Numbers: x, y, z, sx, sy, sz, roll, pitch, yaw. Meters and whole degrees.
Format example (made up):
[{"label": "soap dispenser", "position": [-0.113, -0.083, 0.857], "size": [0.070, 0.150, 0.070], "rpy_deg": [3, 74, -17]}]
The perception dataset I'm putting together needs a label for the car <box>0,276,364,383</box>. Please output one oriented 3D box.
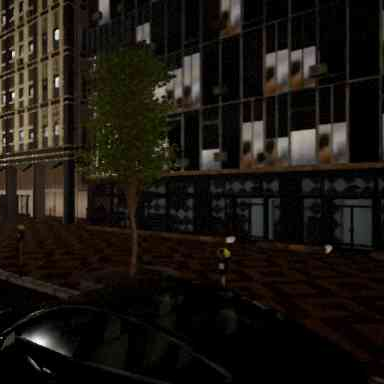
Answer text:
[{"label": "car", "position": [-0.635, 1.562, 3.328], "size": [4.313, 1.339, 1.947], "rpy_deg": [0, 0, 35]}]
